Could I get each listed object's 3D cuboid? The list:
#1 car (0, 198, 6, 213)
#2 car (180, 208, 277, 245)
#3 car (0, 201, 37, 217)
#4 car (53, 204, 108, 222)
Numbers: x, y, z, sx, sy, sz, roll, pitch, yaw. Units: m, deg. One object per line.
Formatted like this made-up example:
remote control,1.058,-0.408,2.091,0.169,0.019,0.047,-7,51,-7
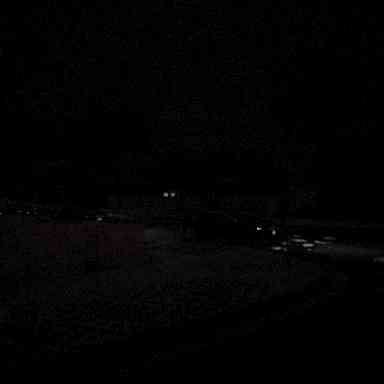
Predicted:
car,-23.395,1.573,38.423,2.128,1.511,4.902,-5,3,-42
car,1.688,1.581,16.442,4.902,1.511,2.128,0,3,35
car,-16.166,1.599,30.979,4.892,1.490,1.837,0,3,44
car,-8.024,1.607,23.748,4.902,1.511,2.128,0,3,40
